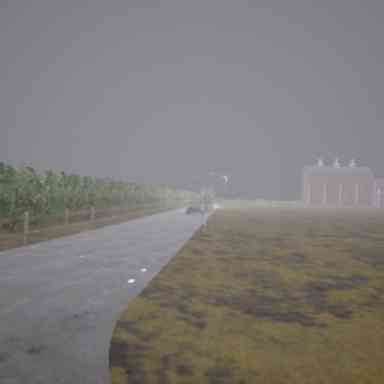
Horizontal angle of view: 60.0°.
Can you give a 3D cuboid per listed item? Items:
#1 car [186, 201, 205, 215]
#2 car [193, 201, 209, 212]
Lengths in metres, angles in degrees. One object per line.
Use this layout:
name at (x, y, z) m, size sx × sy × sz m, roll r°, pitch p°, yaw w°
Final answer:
car at (0.542, 1.986, 42.967) m, size 2.097 × 1.767 × 4.553 m, roll 2°, pitch -1°, yaw 6°
car at (1.556, 2.267, 53.341) m, size 2.128 × 1.511 × 4.902 m, roll 2°, pitch -1°, yaw 6°
